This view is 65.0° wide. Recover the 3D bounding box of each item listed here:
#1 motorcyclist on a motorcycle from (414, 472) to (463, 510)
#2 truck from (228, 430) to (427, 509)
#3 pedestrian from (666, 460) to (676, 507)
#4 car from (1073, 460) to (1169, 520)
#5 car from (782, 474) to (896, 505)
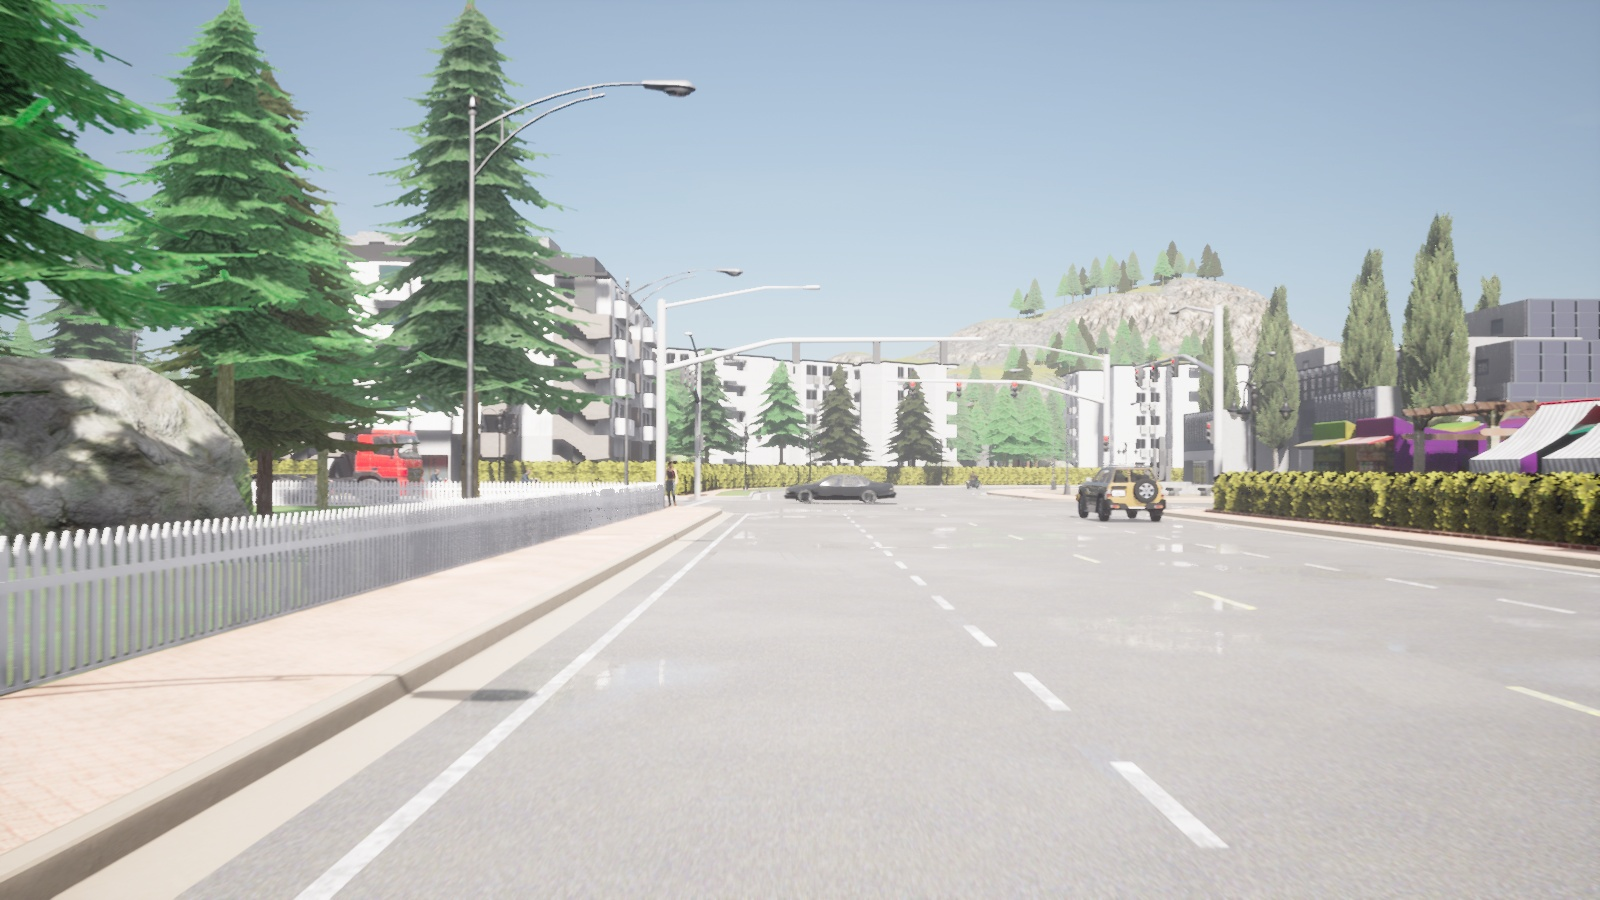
[{"bbox_3d":[-15.332,1.721,53.246,1.817,1.590,0.866,0,-1,1],"label":"motorcyclist on a motorcycle"},{"bbox_3d":[-21.303,0.870,56.898,7.936,3.462,2.891,0,-1,1],"label":"truck"},{"bbox_3d":[-5.063,1.327,49.422,0.345,1.836,0.594,0,-1,-1],"label":"pedestrian"},{"bbox_3d":[10.394,1.276,41.012,1.932,1.855,4.605,0,-1,0],"label":"car"},{"bbox_3d":[1.857,1.857,59.856,5.357,1.411,2.033,0,-1,1],"label":"car"}]
